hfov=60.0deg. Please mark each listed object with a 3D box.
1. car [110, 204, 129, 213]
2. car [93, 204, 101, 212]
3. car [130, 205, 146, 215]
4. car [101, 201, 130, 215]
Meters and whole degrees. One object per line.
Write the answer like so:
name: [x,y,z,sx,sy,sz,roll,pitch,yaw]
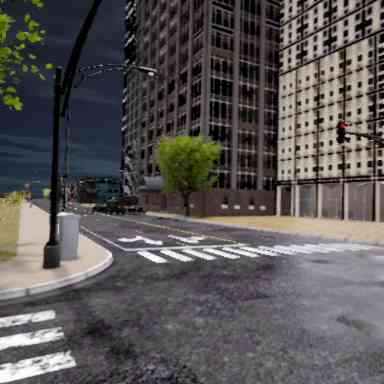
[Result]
car: [-13.168,2.952,59.856,2.033,1.411,5.357,3,-2,-27]
car: [-16.064,2.823,58.386,2.033,1.411,5.357,3,-2,-27]
car: [-8.448,2.737,50.570,2.128,1.511,4.902,3,-2,-27]
car: [-11.358,2.340,49.186,2.150,2.045,5.566,3,-2,-26]
